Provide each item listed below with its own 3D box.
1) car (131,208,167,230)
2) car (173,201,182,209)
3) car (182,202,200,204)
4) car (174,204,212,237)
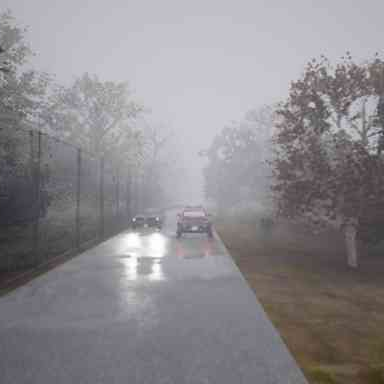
[{"bbox_3d":[-2.807,1.756,22.380,1.895,1.301,4.718,0,-1,0],"label":"car"},{"bbox_3d":[-2.472,2.468,62.793,2.033,1.411,5.357,0,-1,1],"label":"car"},{"bbox_3d":[0.208,1.867,36.832,1.882,1.535,5.008,0,-1,0],"label":"car"},{"bbox_3d":[0.130,1.638,18.649,1.812,1.442,4.674,0,-1,0],"label":"car"}]
